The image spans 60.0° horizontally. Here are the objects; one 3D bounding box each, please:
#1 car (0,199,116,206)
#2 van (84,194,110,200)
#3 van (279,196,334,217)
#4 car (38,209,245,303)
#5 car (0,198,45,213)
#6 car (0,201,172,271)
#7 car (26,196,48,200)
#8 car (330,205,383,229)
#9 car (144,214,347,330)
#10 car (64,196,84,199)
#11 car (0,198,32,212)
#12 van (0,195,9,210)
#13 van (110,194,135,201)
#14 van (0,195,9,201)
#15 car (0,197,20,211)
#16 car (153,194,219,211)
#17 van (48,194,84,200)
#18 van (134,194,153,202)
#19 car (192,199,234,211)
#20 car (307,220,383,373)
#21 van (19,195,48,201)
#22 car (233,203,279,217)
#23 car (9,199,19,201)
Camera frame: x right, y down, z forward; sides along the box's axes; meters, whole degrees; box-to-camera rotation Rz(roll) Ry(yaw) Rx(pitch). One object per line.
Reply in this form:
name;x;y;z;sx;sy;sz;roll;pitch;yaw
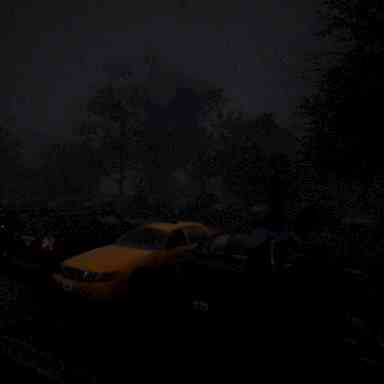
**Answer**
car;-5.248;1.322;11.929;2.185;1.767;4.553;0;0;36
van;-6.696;1.164;28.949;1.878;1.987;4.442;0;0;36
van;6.959;1.247;19.457;1.878;1.987;4.442;0;0;36
car;-0.824;1.472;8.572;1.946;1.575;5.366;0;0;36
car;-20.020;1.556;38.628;2.097;1.535;5.008;-1;0;36
car;-2.991;1.336;10.313;2.185;1.767;4.553;0;0;36
car;-13.367;1.461;33.643;1.946;1.575;5.366;-1;0;36
car;9.144;1.527;17.752;2.002;1.452;4.674;0;0;36
car;1.537;1.490;7.101;2.231;1.521;4.892;0;0;36
car;-8.754;1.403;30.573;2.097;1.535;5.008;-1;0;36
car;-22.374;1.588;40.314;2.097;1.535;5.008;-1;0;36
van;-26.708;1.422;43.567;1.878;1.987;4.442;-1;0;36
van;-4.200;1.178;27.449;1.878;1.987;4.442;0;0;36
van;-12.069;1.179;16.709;1.878;1.987;4.442;0;0;36
car;-24.542;1.492;41.834;2.185;1.767;4.553;-1;0;36
car;0.119;1.180;24.178;2.435;2.045;5.566;0;0;36
van;-11.080;1.208;32.088;1.878;1.987;4.442;-1;0;36
van;-2.049;1.191;25.909;1.878;1.987;4.442;0;0;36
car;2.484;1.446;22.512;2.097;1.535;5.008;0;0;36
car;3.802;1.504;5.495;2.231;1.521;4.892;0;0;36
van;-15.447;1.269;35.503;1.878;1.987;4.442;-1;0;36
car;4.739;1.500;20.901;2.002;1.452;4.674;0;0;36
car;-17.768;1.526;37.015;2.231;1.521;4.892;-1;0;36
